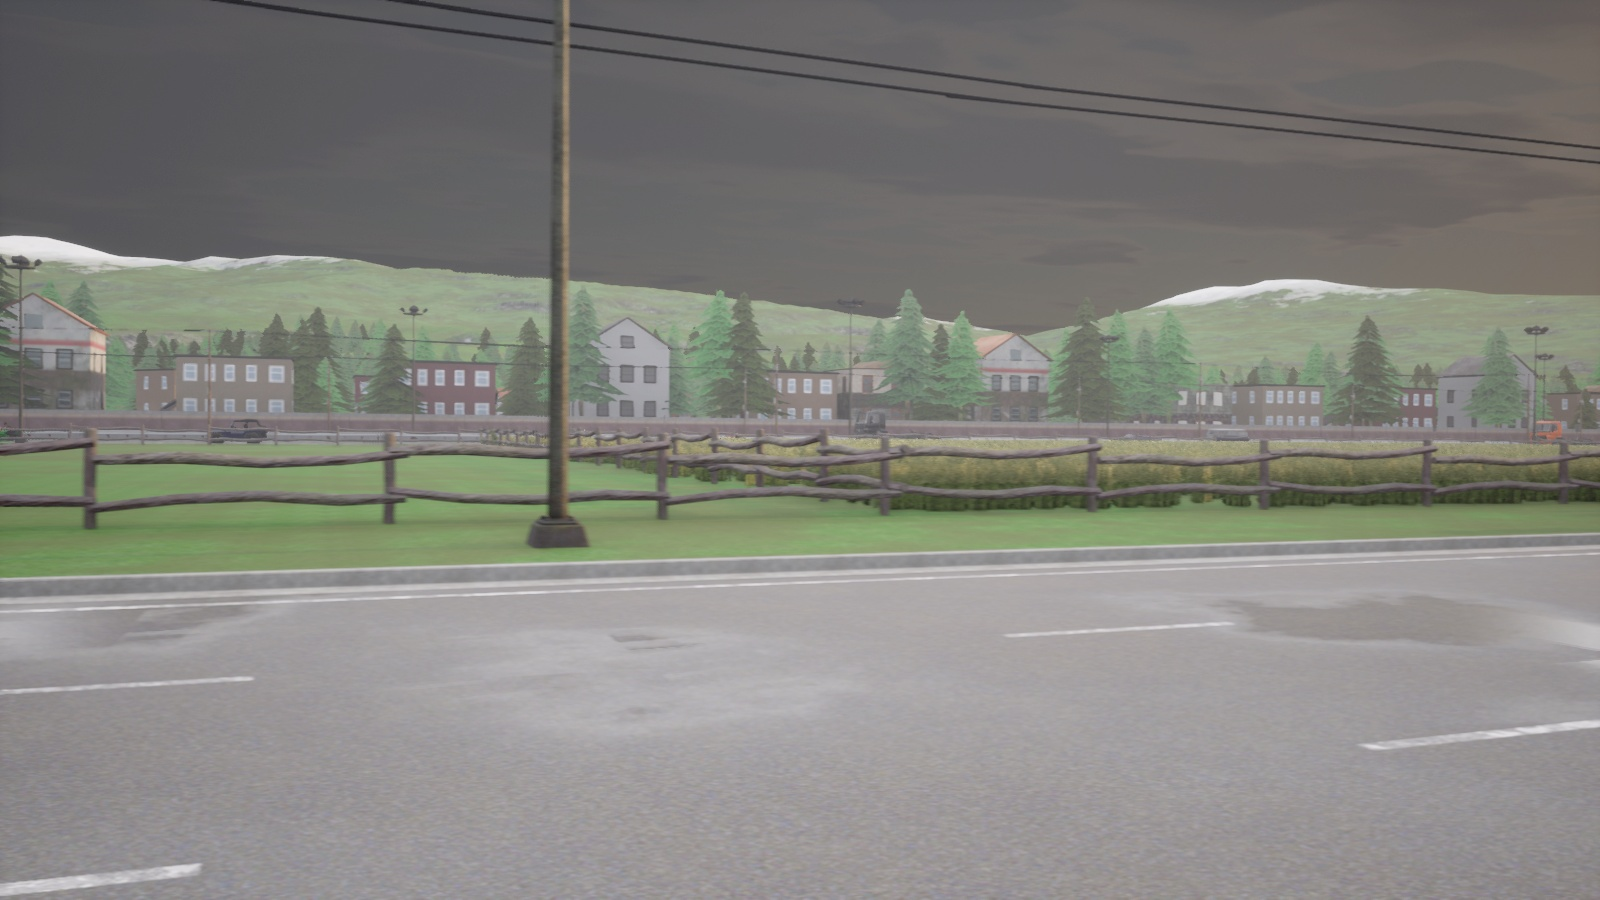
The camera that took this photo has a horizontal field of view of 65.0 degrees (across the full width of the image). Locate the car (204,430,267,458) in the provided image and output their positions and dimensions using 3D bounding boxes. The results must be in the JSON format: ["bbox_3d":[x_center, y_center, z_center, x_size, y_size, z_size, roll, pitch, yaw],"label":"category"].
[{"bbox_3d":[-39.505,-0.405,87.981,3.866,1.878,1.905,-1,1,-21],"label":"car"}]
